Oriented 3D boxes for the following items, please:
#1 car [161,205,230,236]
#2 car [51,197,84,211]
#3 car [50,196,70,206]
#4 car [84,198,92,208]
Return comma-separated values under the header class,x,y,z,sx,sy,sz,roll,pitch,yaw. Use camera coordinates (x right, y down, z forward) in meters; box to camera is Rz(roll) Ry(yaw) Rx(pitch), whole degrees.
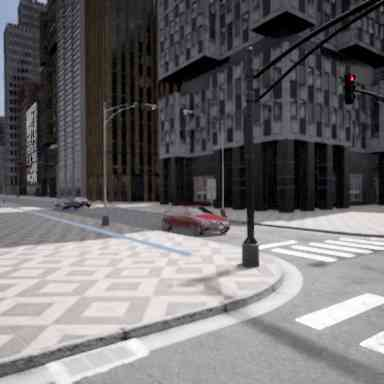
class,x,y,z,sx,sy,sz,roll,pitch,yaw
car,0.033,1.441,18.016,1.812,1.442,4.674,-1,1,-37
car,-14.701,1.437,38.760,2.033,1.411,5.357,-1,0,-35
car,-20.951,1.416,52.841,1.994,1.385,4.181,-1,0,-35
car,-15.181,1.459,44.829,1.895,1.301,4.718,-1,0,-35
